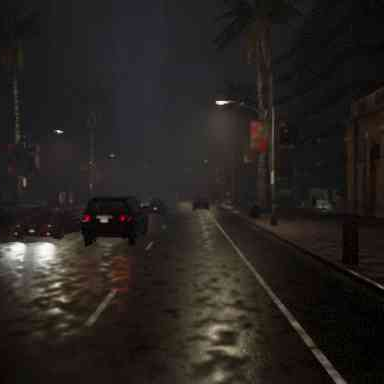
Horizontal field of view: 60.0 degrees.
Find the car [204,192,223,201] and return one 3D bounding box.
[{"bbox_3d":[4.457,0.928,70.067,2.150,2.045,5.566,0,0,33],"label":"car"}]

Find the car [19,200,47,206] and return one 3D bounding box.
[{"bbox_3d":[-13.599,1.438,27.928,2.231,1.521,4.892,0,0,0],"label":"car"}]

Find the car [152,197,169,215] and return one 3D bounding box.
[{"bbox_3d":[-3.415,1.512,32.960,1.994,1.385,4.181,0,0,0],"label":"car"}]

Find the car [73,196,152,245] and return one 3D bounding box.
[{"bbox_3d":[-3.406,1.197,15.573,2.150,2.045,5.566,0,0,0],"label":"car"}]

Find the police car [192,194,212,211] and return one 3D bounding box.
[{"bbox_3d":[1.032,1.362,39.689,1.930,1.638,5.238,0,0,0],"label":"police car"}]

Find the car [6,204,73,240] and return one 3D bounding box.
[{"bbox_3d":[-7.107,1.538,16.752,1.994,1.385,4.181,0,0,0],"label":"car"}]

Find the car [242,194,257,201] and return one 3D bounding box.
[{"bbox_3d":[14.265,1.332,80.756,5.008,1.535,1.882,0,0,-36],"label":"car"}]

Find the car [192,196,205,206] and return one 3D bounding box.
[{"bbox_3d":[1.100,1.438,55.154,1.812,1.442,4.674,0,0,4],"label":"car"}]

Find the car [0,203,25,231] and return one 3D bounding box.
[{"bbox_3d":[-10.607,1.500,16.690,1.812,1.442,4.674,0,0,0],"label":"car"}]

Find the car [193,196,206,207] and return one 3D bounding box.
[{"bbox_3d":[1.027,1.398,49.579,1.882,1.535,5.008,0,0,0],"label":"car"}]

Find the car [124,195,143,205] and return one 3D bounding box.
[{"bbox_3d":[-10.084,1.387,57.612,1.882,1.535,5.008,0,0,5],"label":"car"}]
